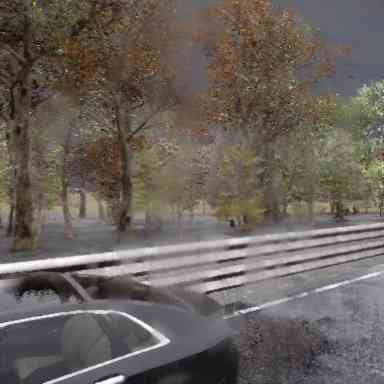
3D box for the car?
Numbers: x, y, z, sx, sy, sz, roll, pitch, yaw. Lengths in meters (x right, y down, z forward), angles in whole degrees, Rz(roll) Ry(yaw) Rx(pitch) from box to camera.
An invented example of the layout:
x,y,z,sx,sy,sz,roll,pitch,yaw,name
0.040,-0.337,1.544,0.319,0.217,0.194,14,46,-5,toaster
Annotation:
x,y,z,sx,sy,sz,roll,pitch,yaw,name
-1.815,1.505,2.387,4.892,1.490,1.837,0,0,-35,car
